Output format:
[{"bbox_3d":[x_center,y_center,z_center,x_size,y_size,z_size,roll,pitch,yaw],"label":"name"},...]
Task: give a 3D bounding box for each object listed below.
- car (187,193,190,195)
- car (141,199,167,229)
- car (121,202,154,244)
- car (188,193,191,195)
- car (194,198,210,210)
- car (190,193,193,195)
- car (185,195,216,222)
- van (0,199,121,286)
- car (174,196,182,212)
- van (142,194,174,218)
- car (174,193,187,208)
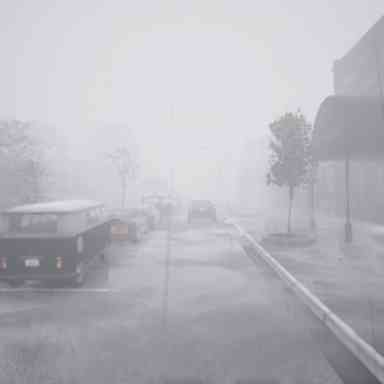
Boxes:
[{"bbox_3d":[-2.028,1.465,54.718,2.097,1.535,5.008,0,0,4],"label":"car"},{"bbox_3d":[-3.122,1.468,21.451,2.231,1.521,4.892,0,1,0],"label":"car"},{"bbox_3d":[-3.304,1.500,15.943,2.163,1.488,4.792,0,1,0],"label":"car"},{"bbox_3d":[-1.847,1.480,60.263,2.097,1.535,5.008,0,0,4],"label":"car"},{"bbox_3d":[1.340,1.539,42.982,1.994,1.385,4.181,0,0,2],"label":"car"},{"bbox_3d":[-1.503,1.486,70.510,1.946,1.575,5.366,0,0,4],"label":"car"},{"bbox_3d":[0.794,1.335,26.259,2.097,1.767,4.553,0,0,2],"label":"car"},{"bbox_3d":[-3.515,1.247,9.434,1.878,1.987,4.442,0,1,-1],"label":"van"},{"bbox_3d":[-2.575,1.522,38.098,2.002,1.452,4.674,0,0,2],"label":"car"},{"bbox_3d":[-2.930,1.262,27.133,1.878,1.987,4.442,0,0,4],"label":"van"},{"bbox_3d":[-2.354,1.242,44.840,2.435,2.045,5.566,0,0,3],"label":"car"}]
